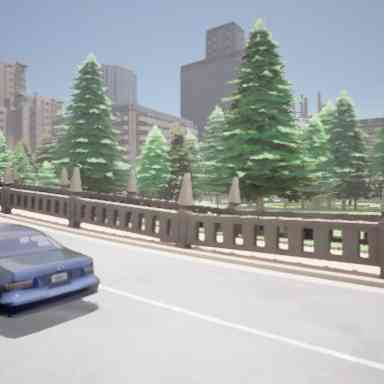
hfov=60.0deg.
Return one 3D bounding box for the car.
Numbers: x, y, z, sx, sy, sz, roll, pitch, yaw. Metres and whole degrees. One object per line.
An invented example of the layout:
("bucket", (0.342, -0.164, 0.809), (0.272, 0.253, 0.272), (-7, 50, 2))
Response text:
("car", (-4.259, 1.379, 7.024), (5.357, 1.411, 2.033), (3, 2, 36))
